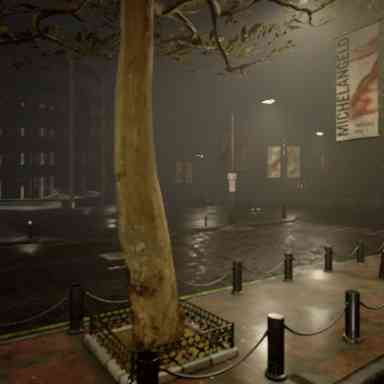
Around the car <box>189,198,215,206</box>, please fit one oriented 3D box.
[{"bbox_3d":[1.680,1.716,57.915,2.033,1.411,5.357,0,0,-38],"label":"car"}]

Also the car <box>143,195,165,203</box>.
[{"bbox_3d":[-8.855,1.535,76.935,4.553,1.767,2.097,0,0,26],"label":"car"}]

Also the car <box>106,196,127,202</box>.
[{"bbox_3d":[-18.251,1.618,80.638,4.674,1.442,1.812,0,0,12],"label":"car"}]

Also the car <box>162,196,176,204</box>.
[{"bbox_3d":[-5.276,1.641,65.781,5.008,1.535,1.882,0,0,41],"label":"car"}]

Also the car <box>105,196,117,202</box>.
[{"bbox_3d":[-19.209,1.614,77.271,4.674,1.442,1.812,0,0,12],"label":"car"}]

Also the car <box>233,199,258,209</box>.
[{"bbox_3d":[7.832,1.733,49.453,1.994,1.385,4.181,0,0,-36],"label":"car"}]
